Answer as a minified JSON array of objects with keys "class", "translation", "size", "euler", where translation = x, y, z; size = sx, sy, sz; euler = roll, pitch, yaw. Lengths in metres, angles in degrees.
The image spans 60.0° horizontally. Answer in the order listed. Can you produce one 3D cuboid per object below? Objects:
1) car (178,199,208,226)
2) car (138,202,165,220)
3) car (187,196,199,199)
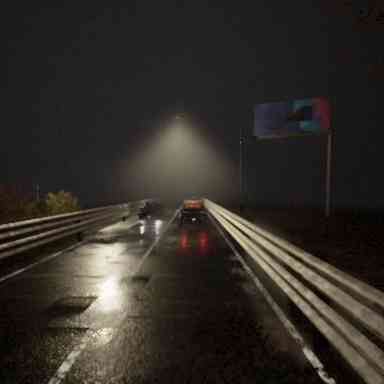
[{"class":"car","translation":[0.098,1.480,23.028],"size":[2.128,1.511,4.902],"euler":[0,0,0]},{"class":"car","translation":[-3.329,1.531,28.534],"size":[2.033,1.411,5.357],"euler":[0,0,0]},{"class":"car","translation":[0.094,1.329,41.131],"size":[2.097,1.767,4.553],"euler":[0,0,0]}]
